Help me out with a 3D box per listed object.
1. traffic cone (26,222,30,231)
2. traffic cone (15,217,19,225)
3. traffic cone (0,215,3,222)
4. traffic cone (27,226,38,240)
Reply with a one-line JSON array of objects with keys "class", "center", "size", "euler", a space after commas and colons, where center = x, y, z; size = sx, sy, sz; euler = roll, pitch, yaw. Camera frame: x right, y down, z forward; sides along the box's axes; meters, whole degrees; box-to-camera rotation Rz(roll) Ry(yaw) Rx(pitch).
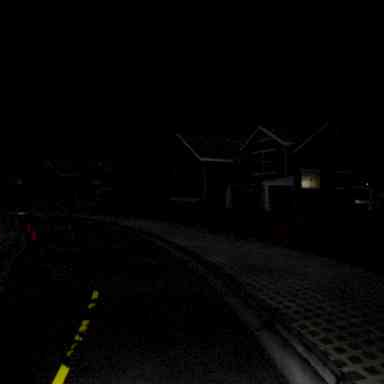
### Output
[{"class": "traffic cone", "center": [-10.289, 2.159, 20.972], "size": [0.340, 0.580, 0.340], "euler": [0, 0, -33]}, {"class": "traffic cone", "center": [-13.064, 2.187, 24.779], "size": [0.340, 0.580, 0.340], "euler": [0, 0, -39]}, {"class": "traffic cone", "center": [-16.259, 2.212, 28.242], "size": [0.340, 0.580, 0.340], "euler": [0, 0, 44]}, {"class": "traffic cone", "center": [-8.005, 2.128, 16.846], "size": [0.340, 0.580, 0.340], "euler": [0, 0, -20]}]
